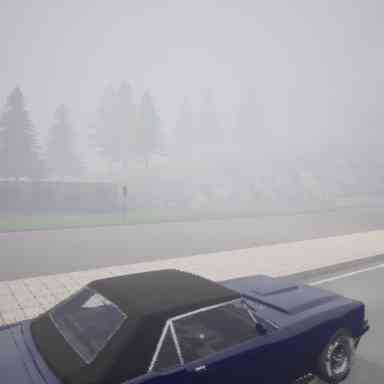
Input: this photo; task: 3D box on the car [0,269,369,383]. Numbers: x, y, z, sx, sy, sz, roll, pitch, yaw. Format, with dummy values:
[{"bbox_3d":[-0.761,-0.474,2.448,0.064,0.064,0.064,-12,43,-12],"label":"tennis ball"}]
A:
[{"bbox_3d":[-0.032,1.600,3.721,4.718,1.301,1.895,0,0,-35],"label":"car"}]
